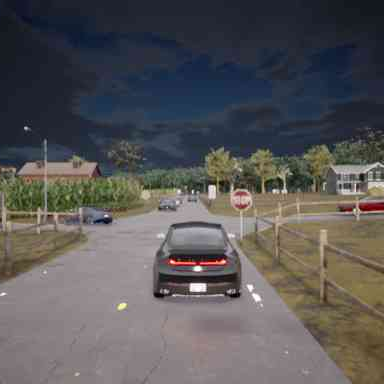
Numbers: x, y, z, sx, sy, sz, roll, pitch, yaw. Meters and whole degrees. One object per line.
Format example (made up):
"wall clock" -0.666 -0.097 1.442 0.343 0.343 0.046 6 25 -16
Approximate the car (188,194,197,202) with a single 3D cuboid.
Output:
"car" 0.064 1.443 70.349 1.994 1.385 4.181 0 0 0

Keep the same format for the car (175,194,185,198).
"car" -2.734 1.517 59.373 1.895 1.301 4.718 0 0 1

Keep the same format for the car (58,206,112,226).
"car" -7.970 1.754 24.525 4.181 1.385 1.994 -2 -3 24

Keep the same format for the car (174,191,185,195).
"car" -2.681 0.732 74.505 2.150 2.045 5.566 0 0 0

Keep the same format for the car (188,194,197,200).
"car" 0.076 1.255 80.362 2.033 1.411 5.357 0 0 0

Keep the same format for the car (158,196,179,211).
"car" -2.814 1.517 38.704 1.994 1.385 4.181 0 0 -2

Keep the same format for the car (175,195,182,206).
"car" -2.788 1.535 48.742 1.895 1.301 4.718 0 0 0

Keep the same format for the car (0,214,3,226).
"car" -15.331 1.652 22.655 4.553 1.767 2.097 -1 -2 -2

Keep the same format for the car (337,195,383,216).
"car" 13.786 1.009 25.536 5.008 1.535 1.882 -2 -2 0

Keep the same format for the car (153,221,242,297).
"car" 0.107 1.503 8.522 1.837 1.490 4.892 0 0 0
